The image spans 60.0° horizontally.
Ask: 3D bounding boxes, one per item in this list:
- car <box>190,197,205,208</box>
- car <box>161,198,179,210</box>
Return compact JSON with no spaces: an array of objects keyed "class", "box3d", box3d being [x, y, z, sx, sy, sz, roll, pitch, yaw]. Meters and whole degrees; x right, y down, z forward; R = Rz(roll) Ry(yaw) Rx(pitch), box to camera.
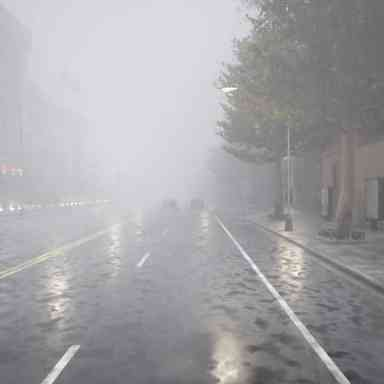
[{"class":"car","box3d":[0.740,1.505,47.427,1.837,1.490,4.892,0,0,1]},{"class":"car","box3d":[-2.826,1.505,42.449,1.837,1.490,4.892,0,0,1]}]
